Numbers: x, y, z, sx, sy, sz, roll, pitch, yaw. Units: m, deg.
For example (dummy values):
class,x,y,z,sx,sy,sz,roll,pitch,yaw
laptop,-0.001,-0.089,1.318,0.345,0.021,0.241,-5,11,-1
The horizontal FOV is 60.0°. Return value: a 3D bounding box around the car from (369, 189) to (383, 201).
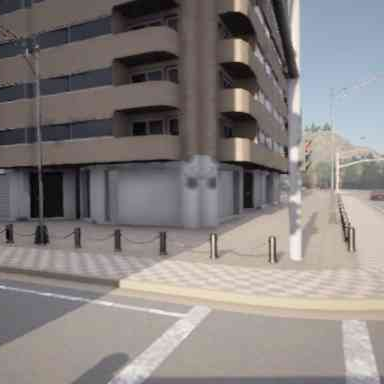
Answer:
class,x,y,z,sx,sy,sz,roll,pitch,yaw
car,25.152,0.399,44.938,1.882,1.535,5.008,0,1,23
